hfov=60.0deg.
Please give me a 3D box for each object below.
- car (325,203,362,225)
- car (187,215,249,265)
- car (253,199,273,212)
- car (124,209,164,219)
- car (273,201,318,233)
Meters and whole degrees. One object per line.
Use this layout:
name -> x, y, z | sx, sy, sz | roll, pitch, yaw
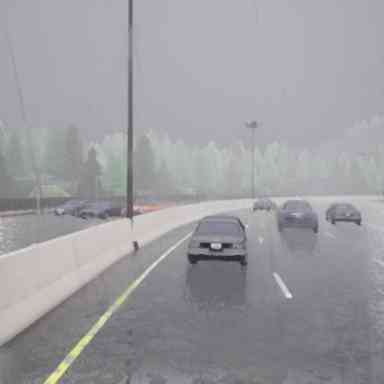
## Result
car -> 10.632, 1.506, 23.564 | 2.033, 1.411, 5.357 | 0, 0, 16
car -> 1.004, 1.511, 11.609 | 2.033, 1.411, 5.357 | 0, 0, 8
car -> 8.188, 1.450, 37.285 | 2.033, 1.411, 5.357 | 0, 0, 24
car -> -3.573, 1.253, 25.026 | 2.097, 1.767, 4.553 | 0, 0, 15
car -> 6.117, 1.307, 19.763 | 2.097, 1.767, 4.553 | 0, 0, 13
